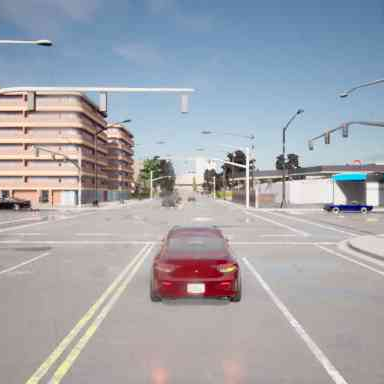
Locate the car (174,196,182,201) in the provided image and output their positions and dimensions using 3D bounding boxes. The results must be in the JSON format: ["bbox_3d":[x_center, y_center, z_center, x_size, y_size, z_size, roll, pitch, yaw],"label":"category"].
[{"bbox_3d":[-3.542,1.592,85.121,1.895,1.301,4.718,0,0,0],"label":"car"}]

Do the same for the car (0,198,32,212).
[{"bbox_3d":[-20.342,1.357,36.778,4.902,1.511,2.128,1,0,1],"label":"car"}]

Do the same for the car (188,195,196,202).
[{"bbox_3d":[-0.040,1.540,79.813,2.033,1.411,5.357,0,0,0],"label":"car"}]

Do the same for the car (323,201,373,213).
[{"bbox_3d":[16.518,1.601,35.454,4.718,1.301,1.895,0,0,1],"label":"car"}]

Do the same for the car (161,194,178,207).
[{"bbox_3d":[-3.619,1.504,51.167,1.837,1.490,4.892,0,0,0],"label":"car"}]

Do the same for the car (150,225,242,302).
[{"bbox_3d":[0.078,1.526,8.150,1.812,1.442,4.674,0,0,0],"label":"car"}]

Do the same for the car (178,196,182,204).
[{"bbox_3d":[-3.590,1.352,62.975,2.097,1.767,4.553,0,0,0],"label":"car"}]
